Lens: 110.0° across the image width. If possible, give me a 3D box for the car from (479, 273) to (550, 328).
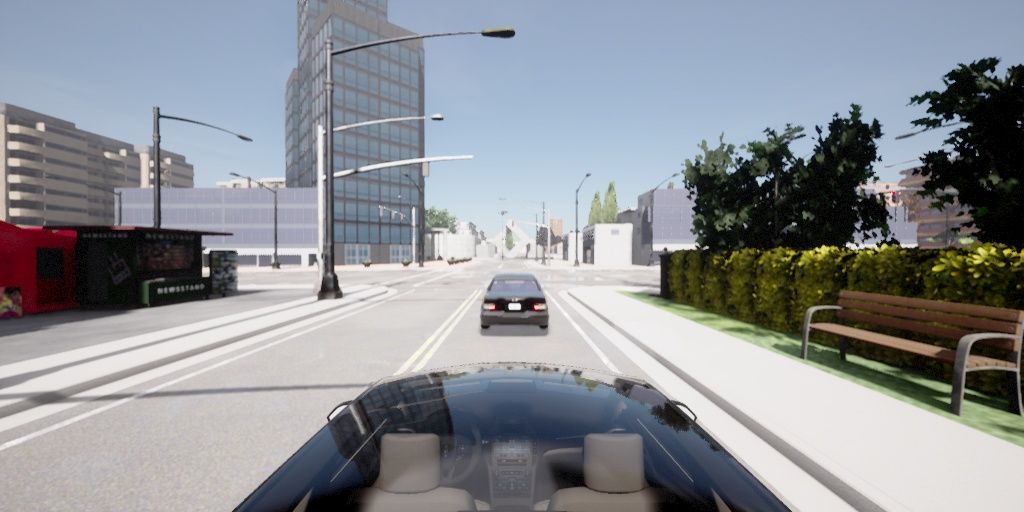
[{"bbox_3d":[0.075,1.220,10.958,2.033,1.411,5.357,0,0,0],"label":"car"}]
